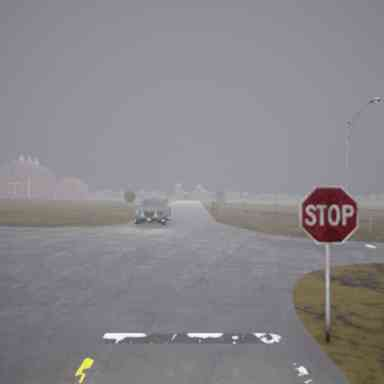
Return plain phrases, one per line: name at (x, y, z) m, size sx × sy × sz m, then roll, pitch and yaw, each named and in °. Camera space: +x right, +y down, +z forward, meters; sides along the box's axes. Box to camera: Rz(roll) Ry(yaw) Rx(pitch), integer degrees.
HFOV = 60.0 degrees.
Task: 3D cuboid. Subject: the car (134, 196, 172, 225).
car at (-2.742, 1.363, 24.600) m, size 2.150 × 2.045 × 5.566 m, roll 0°, pitch 2°, yaw 2°
